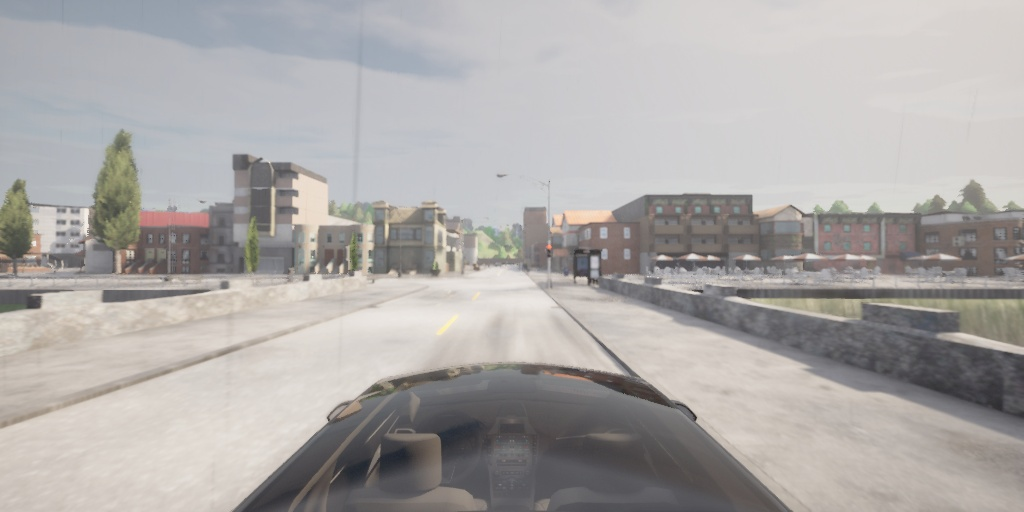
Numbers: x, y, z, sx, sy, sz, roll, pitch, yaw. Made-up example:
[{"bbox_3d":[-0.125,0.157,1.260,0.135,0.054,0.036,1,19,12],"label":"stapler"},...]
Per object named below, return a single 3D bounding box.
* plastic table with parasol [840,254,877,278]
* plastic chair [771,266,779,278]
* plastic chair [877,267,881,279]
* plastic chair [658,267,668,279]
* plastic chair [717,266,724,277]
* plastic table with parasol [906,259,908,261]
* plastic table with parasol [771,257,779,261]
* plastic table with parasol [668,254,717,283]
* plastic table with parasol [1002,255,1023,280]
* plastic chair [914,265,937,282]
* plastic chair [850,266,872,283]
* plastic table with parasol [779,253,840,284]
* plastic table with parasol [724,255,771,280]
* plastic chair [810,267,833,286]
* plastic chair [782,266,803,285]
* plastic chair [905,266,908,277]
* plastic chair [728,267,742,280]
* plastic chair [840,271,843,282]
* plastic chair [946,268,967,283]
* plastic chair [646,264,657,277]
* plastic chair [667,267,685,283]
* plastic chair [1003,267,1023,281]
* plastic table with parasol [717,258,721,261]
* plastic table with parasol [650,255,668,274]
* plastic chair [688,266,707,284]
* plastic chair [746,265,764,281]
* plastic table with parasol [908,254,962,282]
[{"bbox_3d":[30.500,1.082,32.635,2.482,2.480,2.482,0,0,0],"label":"plastic table with parasol"},{"bbox_3d":[28.789,1.780,39.755,0.730,1.272,0.750,0,0,0],"label":"plastic chair"},{"bbox_3d":[37.389,1.743,36.956,0.750,1.272,0.730,0,0,0],"label":"plastic chair"},{"bbox_3d":[15.789,1.740,36.753,0.750,1.272,0.730,0,0,0],"label":"plastic chair"},{"bbox_3d":[22.489,1.776,39.453,0.750,1.272,0.730,0,0,0],"label":"plastic chair"},{"bbox_3d":[46.688,1.189,40.738,2.482,2.480,2.482,0,0,0],"label":"plastic table with parasol"},{"bbox_3d":[30.218,1.175,39.725,2.482,2.480,2.482,0,0,0],"label":"plastic table with parasol"},{"bbox_3d":[15.160,1.050,30.213,2.482,2.480,2.482,0,0,0],"label":"plastic table with parasol"},{"bbox_3d":[47.990,1.094,33.458,2.482,2.480,2.482,0,0,0],"label":"plastic table with parasol"},{"bbox_3d":[36.652,1.674,31.755,0.730,1.272,0.750,0,0,0],"label":"plastic chair"},{"bbox_3d":[30.490,1.670,31.356,0.750,1.272,0.730,0,0,0],"label":"plastic chair"},{"bbox_3d":[23.790,1.032,28.805,2.482,2.480,2.482,0,0,0],"label":"plastic table with parasol"},{"bbox_3d":[22.889,1.113,35.004,2.482,2.480,2.482,0,0,0],"label":"plastic table with parasol"},{"bbox_3d":[23.691,1.618,27.455,0.750,1.272,0.730,0,0,0],"label":"plastic chair"},{"bbox_3d":[22.590,1.636,28.854,0.730,1.272,0.750,0,0,0],"label":"plastic chair"},{"bbox_3d":[45.488,1.795,40.857,0.730,1.272,0.750,0,0,0],"label":"plastic chair"},{"bbox_3d":[21.689,1.718,35.054,0.730,1.272,0.750,0,0,0],"label":"plastic chair"},{"bbox_3d":[29.322,1.688,32.752,0.730,1.272,0.750,0,0,-1],"label":"plastic chair"},{"bbox_3d":[37.790,1.657,30.357,0.750,1.272,0.730,0,0,0],"label":"plastic chair"},{"bbox_3d":[14.689,1.758,38.152,0.730,1.272,0.750,0,0,0],"label":"plastic chair"},{"bbox_3d":[13.890,1.656,30.353,0.730,1.272,0.750,0,0,0],"label":"plastic chair"},{"bbox_3d":[46.790,1.696,33.358,0.730,1.272,0.750,0,0,0],"label":"plastic chair"},{"bbox_3d":[22.498,1.191,40.923,2.482,2.480,2.482,0,0,0],"label":"plastic table with parasol"},{"bbox_3d":[15.909,1.153,38.032,2.482,2.480,2.482,0,0,0],"label":"plastic table with parasol"},{"bbox_3d":[14.990,1.638,28.953,0.750,1.272,0.730,0,0,0],"label":"plastic chair"},{"bbox_3d":[22.790,1.699,33.654,0.750,1.272,0.730,0,0,0],"label":"plastic chair"},{"bbox_3d":[37.780,1.070,31.667,2.482,2.480,2.482,0,0,0],"label":"plastic table with parasol"}]
